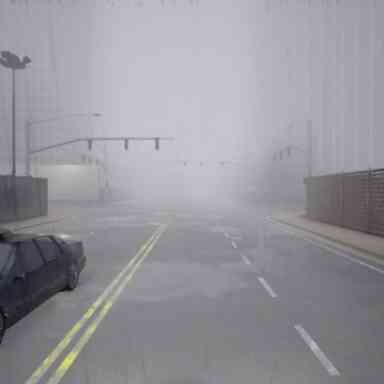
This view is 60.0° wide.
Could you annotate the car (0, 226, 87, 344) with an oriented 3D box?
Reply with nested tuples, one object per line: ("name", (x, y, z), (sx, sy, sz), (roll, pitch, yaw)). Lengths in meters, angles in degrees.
("car", (-3.552, 1.516, 6.107), (2.033, 1.411, 5.357), (0, 0, 1))
